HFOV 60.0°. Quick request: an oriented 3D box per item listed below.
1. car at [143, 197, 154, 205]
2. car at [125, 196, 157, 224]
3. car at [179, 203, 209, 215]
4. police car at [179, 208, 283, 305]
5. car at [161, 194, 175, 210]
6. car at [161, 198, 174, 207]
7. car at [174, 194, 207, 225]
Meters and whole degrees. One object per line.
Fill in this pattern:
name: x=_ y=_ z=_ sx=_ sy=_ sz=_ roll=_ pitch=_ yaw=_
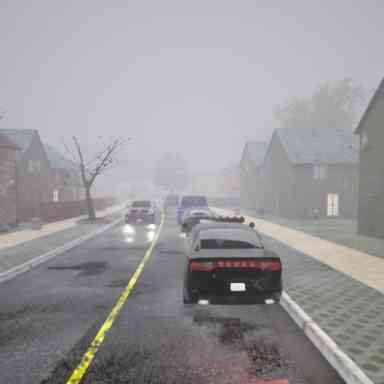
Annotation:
car: x=-8.584 y=1.789 z=65.650 sx=2.033 sy=1.411 sz=5.357 roll=0 pitch=0 yaw=-9
car: x=-3.778 y=1.376 z=25.045 sx=2.097 sy=1.767 sz=4.553 roll=0 pitch=0 yaw=-4
car: x=0.353 y=1.523 z=18.203 sx=1.812 sy=1.442 sz=4.674 roll=0 pitch=0 yaw=-3
police car: x=0.721 y=1.416 z=8.255 sx=1.930 sy=1.638 sz=5.238 roll=0 pitch=0 yaw=-1
car: x=-2.660 y=1.303 z=44.359 sx=2.150 sy=2.045 sz=5.566 roll=0 pitch=0 yaw=-7
car: x=-4.202 y=1.748 z=56.057 sx=1.895 sy=1.301 sz=4.718 roll=0 pitch=0 yaw=-9
car: x=0.002 y=1.234 z=24.263 sx=2.150 sy=2.045 sz=5.566 roll=0 pitch=0 yaw=-4
